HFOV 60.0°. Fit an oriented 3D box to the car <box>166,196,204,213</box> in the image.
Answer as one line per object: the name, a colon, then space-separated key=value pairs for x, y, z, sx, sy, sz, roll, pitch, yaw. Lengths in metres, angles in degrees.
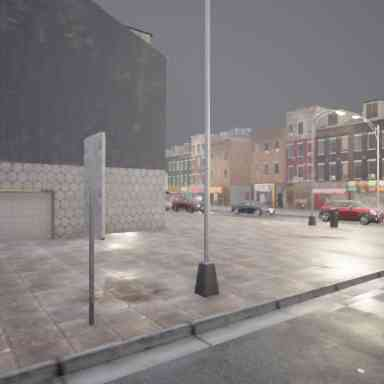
car: x=-0.363 y=1.412 z=37.244 sx=2.192 sy=1.841 sz=5.009 roll=0 pitch=0 yaw=-35

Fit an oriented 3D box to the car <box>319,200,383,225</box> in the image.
car: x=11.833 y=1.397 z=24.552 sx=2.097 sy=1.767 sz=4.553 roll=0 pitch=0 yaw=-36

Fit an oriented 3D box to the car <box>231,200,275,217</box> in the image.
car: x=5.932 y=1.571 z=32.782 sx=2.128 sy=1.511 sz=4.902 roll=0 pitch=0 yaw=-35

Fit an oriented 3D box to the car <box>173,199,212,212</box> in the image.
car: x=-0.032 y=1.665 z=41.176 sx=2.033 sy=1.411 sz=5.357 roll=0 pitch=0 yaw=-35
